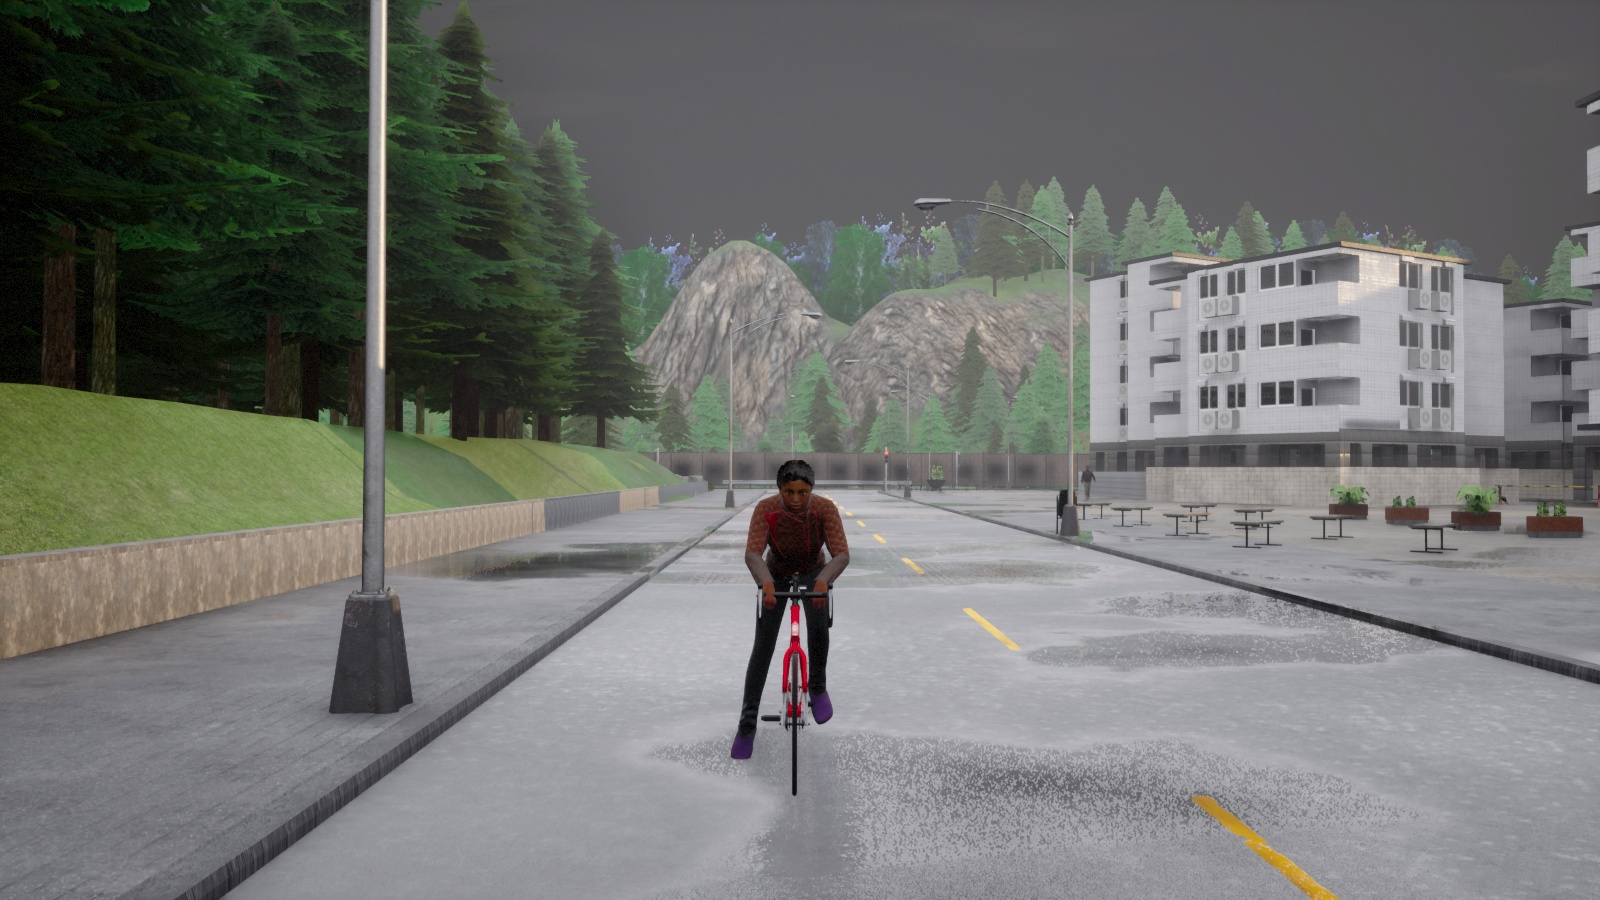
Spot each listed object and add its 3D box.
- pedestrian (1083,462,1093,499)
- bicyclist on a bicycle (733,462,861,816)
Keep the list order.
[{"bbox_3d":[14.396,1.520,62.861,0.431,1.840,0.703,0,-1,9],"label":"pedestrian"},{"bbox_3d":[-0.018,0.878,6.593,0.582,1.620,1.656,0,-1,0],"label":"bicyclist on a bicycle"}]
